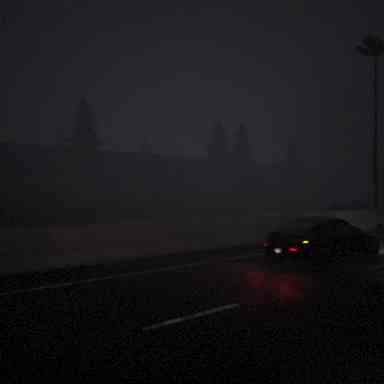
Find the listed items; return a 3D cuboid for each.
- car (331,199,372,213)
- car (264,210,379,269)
[{"bbox_3d":[18.629,1.552,38.734,4.902,1.511,2.128,0,0,-35],"label":"car"},{"bbox_3d":[4.413,1.541,11.185,4.674,1.442,1.812,0,0,-35],"label":"car"}]
